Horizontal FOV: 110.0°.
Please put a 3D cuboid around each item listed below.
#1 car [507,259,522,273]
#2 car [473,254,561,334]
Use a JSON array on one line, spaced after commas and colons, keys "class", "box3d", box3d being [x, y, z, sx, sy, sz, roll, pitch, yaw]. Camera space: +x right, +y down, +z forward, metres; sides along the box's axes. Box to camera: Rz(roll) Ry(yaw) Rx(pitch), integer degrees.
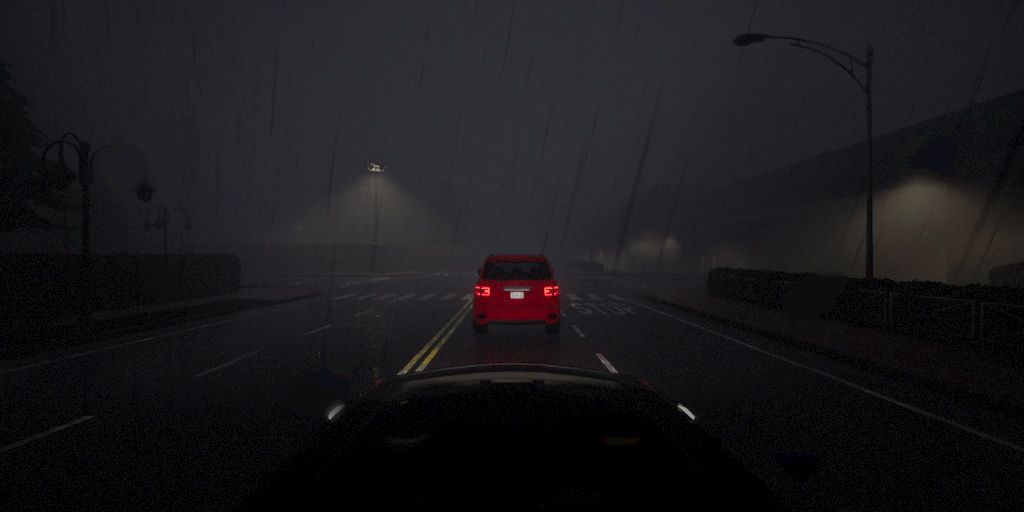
[{"class": "car", "box3d": [0.338, 1.228, 45.572, 1.882, 1.535, 5.008, 0, 0, 1]}, {"class": "car", "box3d": [0.118, 0.971, 10.719, 2.150, 2.045, 5.566, 0, 0, 0]}]
